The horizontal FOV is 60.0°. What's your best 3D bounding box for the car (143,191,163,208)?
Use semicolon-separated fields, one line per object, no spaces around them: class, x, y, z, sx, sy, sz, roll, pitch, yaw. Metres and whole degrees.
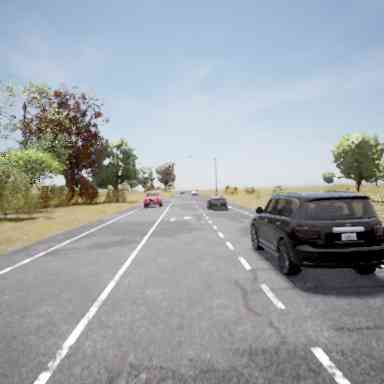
car;-4.834;0.895;41.572;2.150;2.045;5.566;-2;1;-2

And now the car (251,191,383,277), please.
car;3.257;1.010;9.728;2.150;2.045;5.566;-2;1;-2

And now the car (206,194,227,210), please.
car;2.557;0.992;35.011;2.128;1.511;4.902;-2;1;-2
